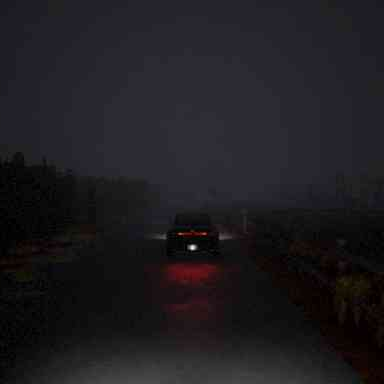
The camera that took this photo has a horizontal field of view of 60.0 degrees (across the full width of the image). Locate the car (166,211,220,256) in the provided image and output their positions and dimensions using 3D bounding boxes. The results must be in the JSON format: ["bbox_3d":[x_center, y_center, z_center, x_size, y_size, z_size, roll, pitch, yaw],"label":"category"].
[{"bbox_3d":[0.041,1.504,13.046,1.837,1.490,4.892,0,0,1],"label":"car"}]

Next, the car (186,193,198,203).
[{"bbox_3d":[-0.009,1.223,67.133,2.150,2.045,5.566,0,0,0],"label":"car"}]
